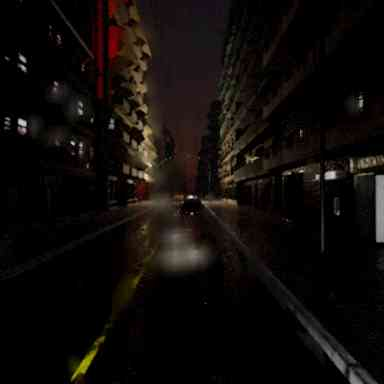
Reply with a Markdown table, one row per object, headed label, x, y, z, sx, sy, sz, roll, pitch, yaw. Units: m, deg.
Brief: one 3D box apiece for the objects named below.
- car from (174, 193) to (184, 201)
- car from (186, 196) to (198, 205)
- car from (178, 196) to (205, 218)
| label | x | y | z | sx | sy | sz | roll | pitch | yaw |
| --- | --- | --- | --- | --- | --- | --- | --- | --- | --- |
| car | -2.748 | 1.021 | 70.393 | 1.882 | 1.535 | 5.008 | 0 | 0 | 0 |
| car | 0.003 | 1.289 | 54.125 | 1.895 | 1.301 | 4.718 | 0 | 0 | 0 |
| car | 0.016 | 1.357 | 27.400 | 1.837 | 1.490 | 4.892 | 0 | 0 | 0 |
